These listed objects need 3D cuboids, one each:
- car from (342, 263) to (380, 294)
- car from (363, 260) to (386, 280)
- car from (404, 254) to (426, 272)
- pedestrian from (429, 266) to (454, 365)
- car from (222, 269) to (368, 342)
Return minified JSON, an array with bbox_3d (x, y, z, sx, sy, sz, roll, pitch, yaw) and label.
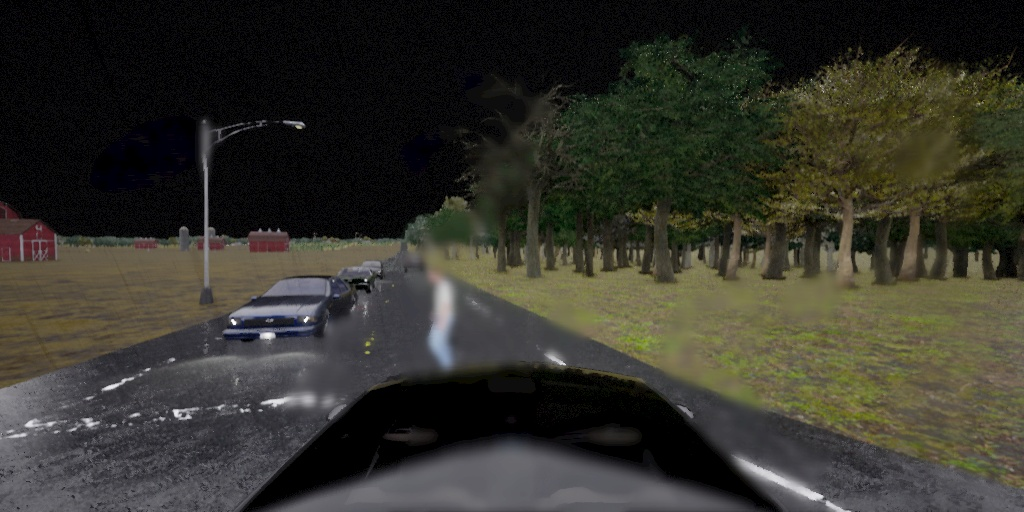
[{"bbox_3d":[-8.535,1.273,19.587,1.895,1.301,4.718,0,0,-17],"label":"car"},{"bbox_3d":[-11.421,1.117,29.346,1.837,1.490,4.892,0,0,-16],"label":"car"},{"bbox_3d":[-11.171,0.741,41.466,2.150,2.045,5.566,0,1,-16],"label":"car"},{"bbox_3d":[-1.130,1.027,5.963,0.375,1.860,0.375,-2,3,-16],"label":"pedestrian"},{"bbox_3d":[-5.680,1.263,10.067,2.033,1.411,5.357,0,0,-13],"label":"car"}]
